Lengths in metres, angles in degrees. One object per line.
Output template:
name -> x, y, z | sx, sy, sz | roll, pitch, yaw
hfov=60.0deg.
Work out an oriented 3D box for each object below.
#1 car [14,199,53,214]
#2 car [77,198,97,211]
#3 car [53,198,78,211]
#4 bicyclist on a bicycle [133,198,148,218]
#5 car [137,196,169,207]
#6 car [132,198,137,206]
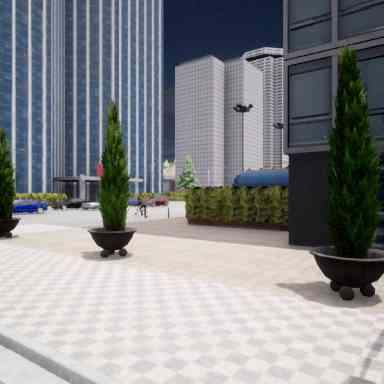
car -> -17.104, 1.477, 33.409 | 1.882, 1.535, 5.008 | 0, 0, 35
car -> -11.397, 1.601, 41.544 | 1.895, 1.301, 4.718 | 0, 0, 35
car -> -15.275, 1.477, 42.113 | 1.882, 1.535, 5.008 | 0, 0, 35
bicyclist on a bicycle -> -4.129, 1.301, 26.687 | 1.656, 1.620, 0.582 | 0, 0, 35
car -> -5.552, 1.352, 49.847 | 2.097, 1.767, 4.553 | 0, 0, 35
car -> -9.314, 1.547, 50.591 | 2.033, 1.411, 5.357 | 0, 0, 35
